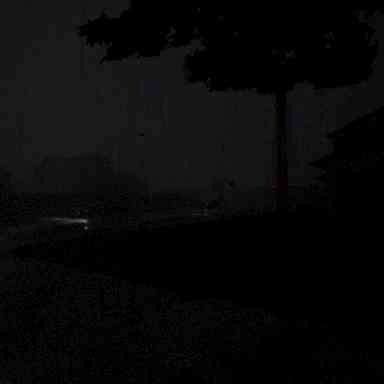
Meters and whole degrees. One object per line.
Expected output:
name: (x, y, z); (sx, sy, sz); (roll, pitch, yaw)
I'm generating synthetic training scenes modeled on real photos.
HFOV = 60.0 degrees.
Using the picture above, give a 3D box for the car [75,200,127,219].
car: (-7.896, 1.485, 29.261); (1.837, 1.490, 4.892); (0, 0, 36)

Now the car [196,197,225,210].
car: (2.486, 1.459, 43.636); (1.882, 1.535, 5.008); (0, 0, 36)
